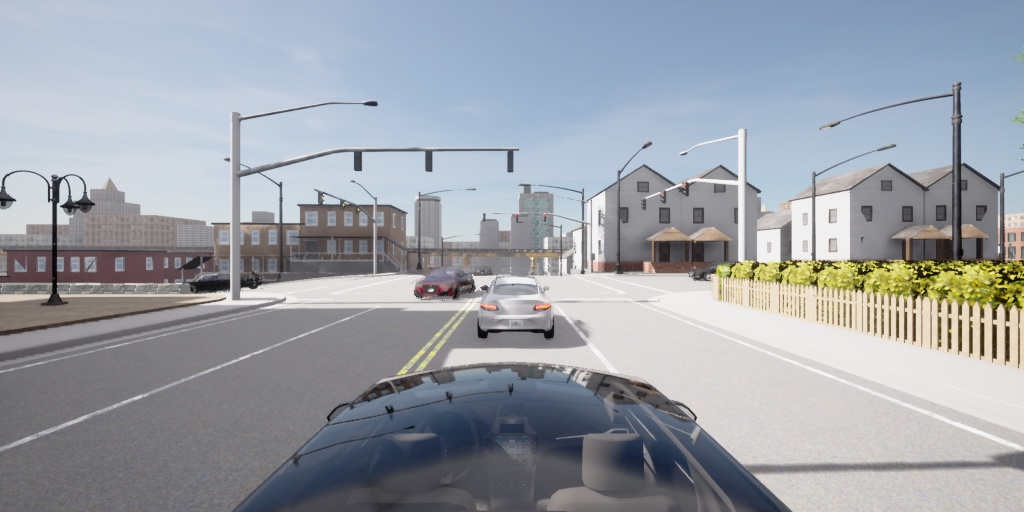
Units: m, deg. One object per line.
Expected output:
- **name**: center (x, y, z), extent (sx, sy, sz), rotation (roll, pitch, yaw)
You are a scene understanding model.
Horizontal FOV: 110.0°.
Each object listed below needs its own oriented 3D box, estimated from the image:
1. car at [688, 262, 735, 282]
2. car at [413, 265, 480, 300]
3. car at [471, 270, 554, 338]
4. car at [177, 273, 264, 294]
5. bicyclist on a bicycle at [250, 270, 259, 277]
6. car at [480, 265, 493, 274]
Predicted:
- **car**: center (16.797, 1.255, 28.820), extent (4.892, 1.490, 1.837), rotation (0, 0, -1)
- **car**: center (-3.241, 1.311, 17.701), extent (1.994, 1.385, 4.181), rotation (0, 0, 10)
- **car**: center (0.102, 1.276, 10.011), extent (1.812, 1.442, 4.674), rotation (0, 0, 0)
- **car**: center (-19.974, 1.845, 24.705), extent (4.718, 1.301, 1.895), rotation (-4, 0, -1)
- **bicyclist on a bicycle**: center (-25.565, 2.214, 35.591), extent (0.582, 1.620, 1.656), rotation (-8, 0, 0)
- **car**: center (-3.516, 2.162, 45.252), extent (2.150, 2.045, 5.566), rotation (0, -9, 0)
